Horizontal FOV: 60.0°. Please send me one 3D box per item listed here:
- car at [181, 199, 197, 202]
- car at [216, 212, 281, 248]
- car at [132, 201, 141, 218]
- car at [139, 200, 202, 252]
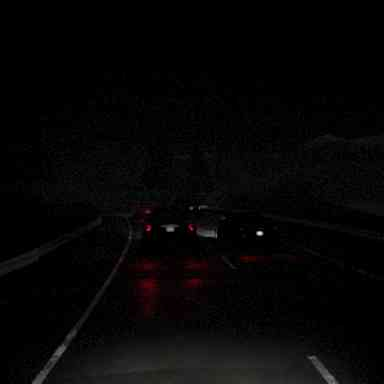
[{"bbox_3d":[-0.599,1.426,30.076,2.097,1.767,4.553,0,0,-14],"label":"car"},{"bbox_3d":[2.392,1.594,15.009,1.994,1.385,4.181,0,0,-7],"label":"car"},{"bbox_3d":[-4.543,1.564,31.292,1.882,1.535,5.008,0,0,-15],"label":"car"},{"bbox_3d":[-1.052,1.390,14.281,2.097,1.767,4.553,0,0,-7],"label":"car"}]
